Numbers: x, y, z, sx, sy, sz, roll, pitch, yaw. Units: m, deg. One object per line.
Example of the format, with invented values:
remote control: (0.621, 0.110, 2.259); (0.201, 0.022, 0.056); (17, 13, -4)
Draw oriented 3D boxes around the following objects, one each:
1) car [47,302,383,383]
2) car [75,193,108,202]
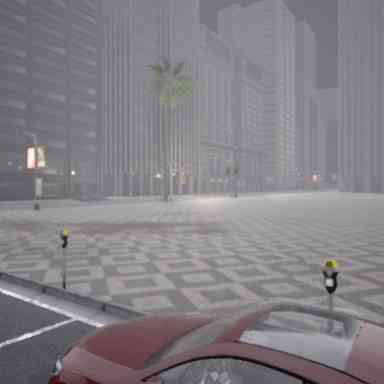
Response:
car: (0.618, 1.581, 2.526); (4.206, 1.307, 1.802); (0, 0, 35)
car: (-16.469, 0.902, 54.764); (2.033, 1.411, 5.357); (0, 1, 36)
